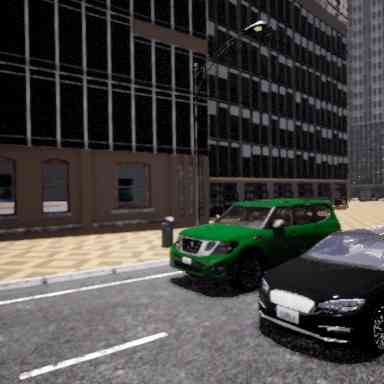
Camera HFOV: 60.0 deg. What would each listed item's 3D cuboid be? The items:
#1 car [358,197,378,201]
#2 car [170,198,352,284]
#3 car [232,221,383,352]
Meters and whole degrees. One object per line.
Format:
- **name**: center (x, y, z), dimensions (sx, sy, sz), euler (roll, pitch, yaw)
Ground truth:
- **car**: center (39.449, 1.457, 74.592), dimensions (1.802, 1.307, 4.206), euler (-1, 1, -44)
- **car**: center (2.066, 1.235, 9.379), dimensions (5.566, 2.045, 2.150), euler (0, 0, -38)
- **car**: center (3.316, 1.497, 6.267), dimensions (4.902, 1.511, 2.128), euler (0, 0, -37)
